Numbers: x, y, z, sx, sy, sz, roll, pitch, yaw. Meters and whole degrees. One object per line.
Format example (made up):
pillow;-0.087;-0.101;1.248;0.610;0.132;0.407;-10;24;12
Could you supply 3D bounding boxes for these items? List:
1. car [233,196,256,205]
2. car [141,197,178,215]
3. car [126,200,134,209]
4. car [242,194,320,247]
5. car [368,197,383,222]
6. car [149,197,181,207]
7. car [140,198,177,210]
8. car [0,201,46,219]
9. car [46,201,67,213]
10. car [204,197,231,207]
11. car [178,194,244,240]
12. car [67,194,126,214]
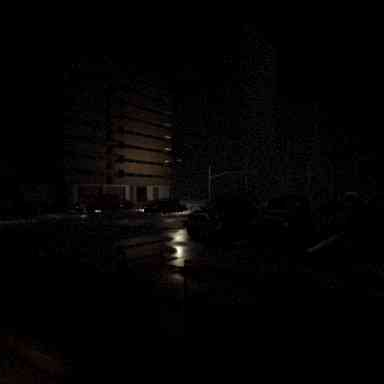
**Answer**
car;9.239;1.491;58.628;2.128;1.511;4.902;0;0;34
car;-2.608;1.547;34.745;2.033;1.411;5.357;0;0;34
car;-9.885;1.547;43.091;2.033;1.411;5.357;0;0;34
car;3.950;1.156;14.313;1.905;1.878;3.866;0;0;34
car;15.988;1.395;27.256;1.970;1.475;3.806;0;0;34
car;-4.045;1.547;51.702;2.033;1.411;5.357;0;0;35
car;-4.428;1.547;44.917;2.033;1.411;5.357;0;0;34
car;-15.356;1.564;28.689;1.994;1.385;4.181;0;0;34
car;-15.267;1.601;35.092;1.895;1.301;4.718;0;0;34
car;3.999;1.478;50.842;1.882;1.535;5.008;0;-1;34
car;1.585;1.153;15.981;1.932;1.855;4.605;0;0;34
car;-10.244;1.221;36.285;2.150;2.045;5.566;0;0;34
